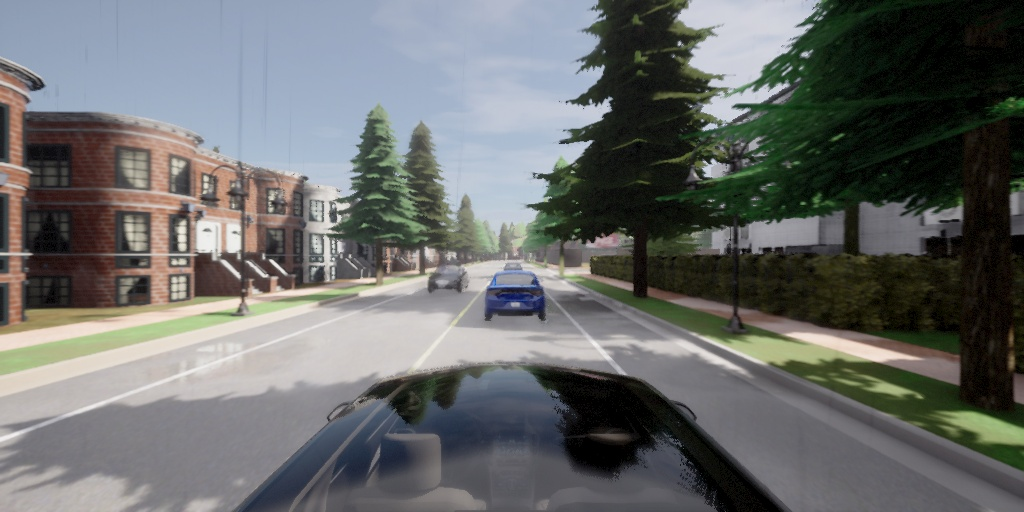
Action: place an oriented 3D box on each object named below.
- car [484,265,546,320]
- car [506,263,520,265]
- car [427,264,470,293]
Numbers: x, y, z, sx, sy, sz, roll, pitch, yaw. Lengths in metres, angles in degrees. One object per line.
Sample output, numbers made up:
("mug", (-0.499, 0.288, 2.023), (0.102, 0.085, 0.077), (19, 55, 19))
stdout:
("car", (0.100, 1.233, 12.669), (1.882, 1.535, 5.008), (0, 0, 0))
("car", (0.099, 1.313, 32.996), (2.033, 1.411, 5.357), (0, 0, 0))
("car", (-3.577, 1.251, 20.769), (2.128, 1.511, 4.902), (0, 0, 0))
